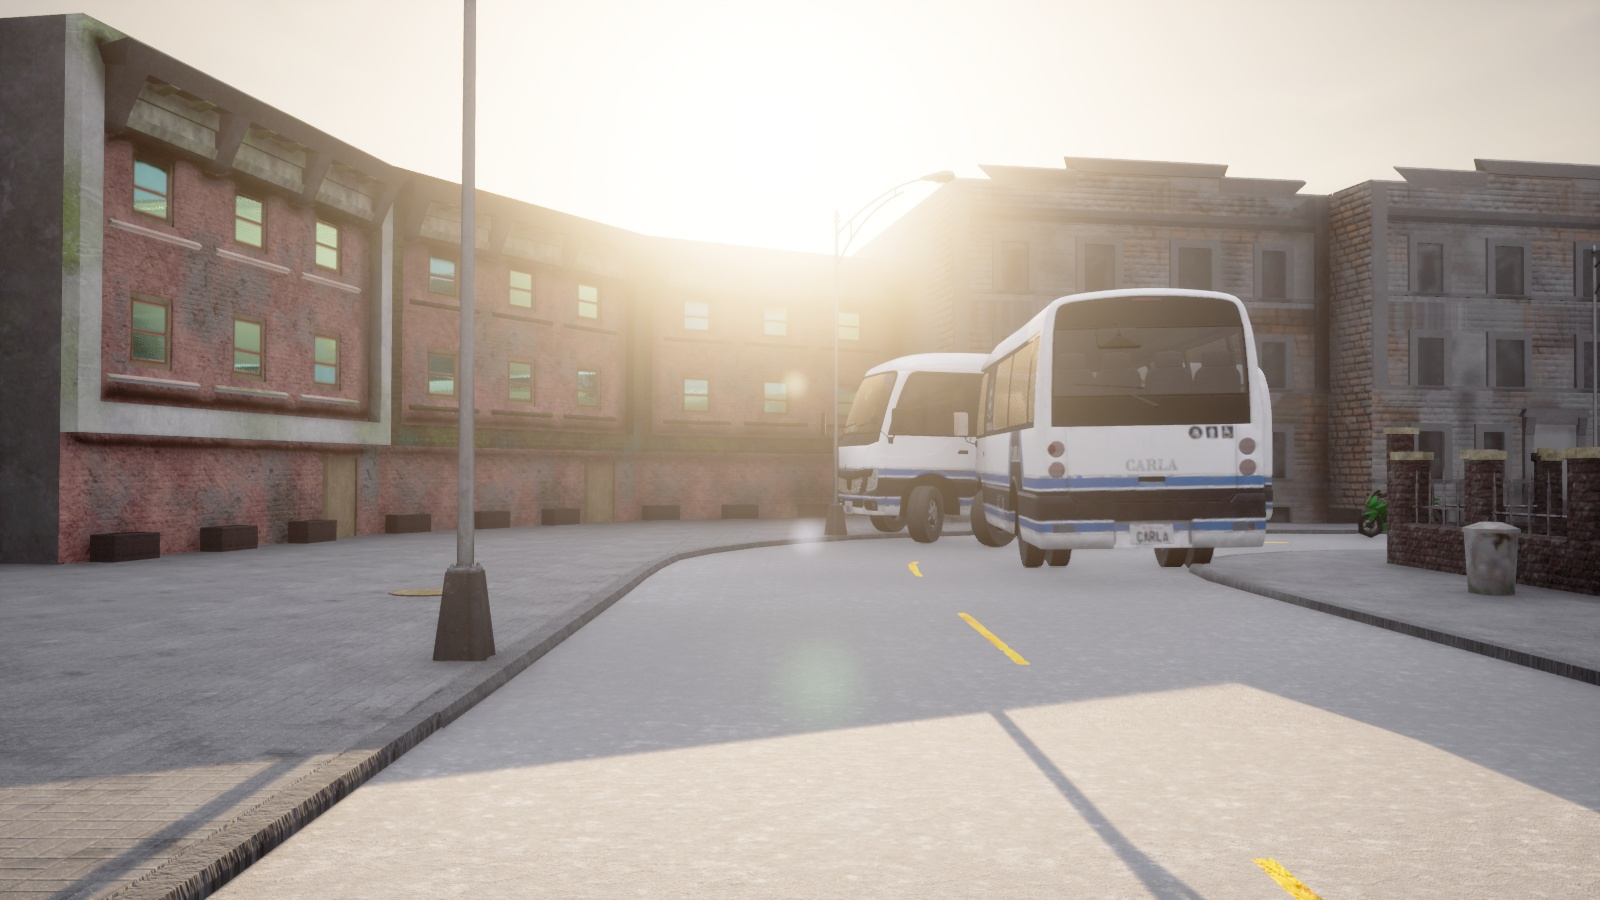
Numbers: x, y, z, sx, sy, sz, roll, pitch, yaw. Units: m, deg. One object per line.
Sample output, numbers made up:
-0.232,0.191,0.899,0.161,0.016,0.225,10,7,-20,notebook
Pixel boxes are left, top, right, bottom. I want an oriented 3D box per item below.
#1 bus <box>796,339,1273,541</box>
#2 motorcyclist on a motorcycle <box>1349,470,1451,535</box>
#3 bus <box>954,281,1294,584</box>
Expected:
5.391,-0.108,29.579,10.273,4.253,3.944,1,-1,-13,bus
14.398,1.244,30.164,2.044,1.523,0.797,0,-1,0,motorcyclist on a motorcycle
5.257,-0.197,23.140,3.944,4.253,10.273,-1,-1,3,bus
